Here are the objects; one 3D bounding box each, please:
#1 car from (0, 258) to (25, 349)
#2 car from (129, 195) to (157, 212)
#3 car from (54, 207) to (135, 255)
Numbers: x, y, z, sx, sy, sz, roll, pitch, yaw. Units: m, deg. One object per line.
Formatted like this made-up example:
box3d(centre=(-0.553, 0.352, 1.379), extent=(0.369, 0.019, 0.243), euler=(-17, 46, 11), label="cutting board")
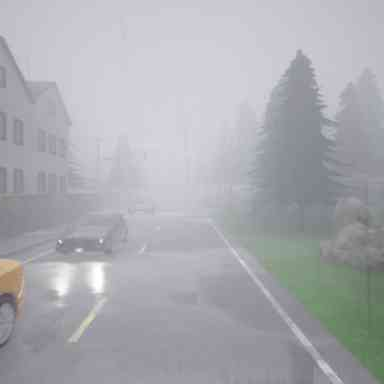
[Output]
box3d(centre=(-3.635, 1.491, 3.387), extent=(1.882, 1.535, 5.008), euler=(0, 0, -1), label="car")
box3d(centre=(-3.918, 0.981, 27.128), extent=(2.097, 1.767, 4.553), euler=(0, 0, -1), label="car")
box3d(centre=(-3.791, 1.560, 13.743), extent=(2.033, 1.411, 5.357), euler=(0, 0, -1), label="car")
